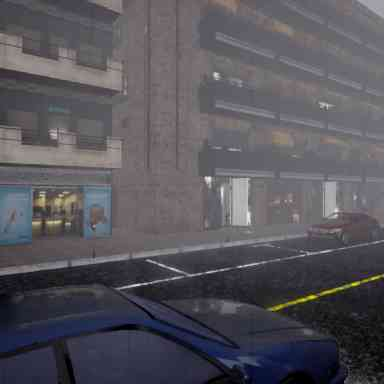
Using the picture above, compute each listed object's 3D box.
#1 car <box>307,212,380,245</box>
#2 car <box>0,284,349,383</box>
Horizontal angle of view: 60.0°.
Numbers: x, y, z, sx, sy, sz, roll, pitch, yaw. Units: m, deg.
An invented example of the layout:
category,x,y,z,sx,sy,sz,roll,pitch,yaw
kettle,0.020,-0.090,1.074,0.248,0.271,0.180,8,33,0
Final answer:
category,x,y,z,sx,sy,sz,roll,pitch,yaw
car,7.172,1.583,15.538,4.206,1.307,1.802,0,0,-35
car,-1.018,1.548,2.590,5.357,1.411,2.033,0,0,-35
